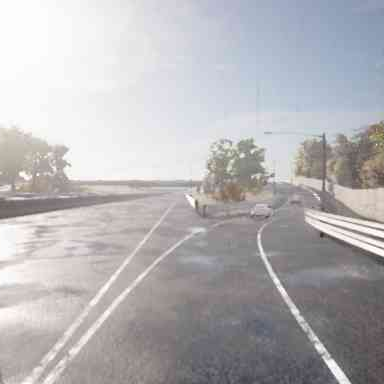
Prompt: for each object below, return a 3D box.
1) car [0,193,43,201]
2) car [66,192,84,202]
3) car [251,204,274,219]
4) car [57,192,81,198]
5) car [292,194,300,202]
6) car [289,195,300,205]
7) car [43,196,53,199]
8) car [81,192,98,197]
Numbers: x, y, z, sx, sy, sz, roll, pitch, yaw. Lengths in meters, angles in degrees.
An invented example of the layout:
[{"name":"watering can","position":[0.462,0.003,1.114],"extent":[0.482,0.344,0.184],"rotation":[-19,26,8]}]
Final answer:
[{"name":"car","position":[-22.234,1.124,43.696],"extent":[2.150,2.045,5.566],"rotation":[0,0,-1]},{"name":"car","position":[-26.468,1.071,75.245],"extent":[2.150,2.045,5.566],"rotation":[0,0,-1]},{"name":"car","position":[7.638,2.068,35.846],"extent":[1.812,1.442,4.674],"rotation":[0,-1,23]},{"name":"car","position":[-22.596,1.130,60.185],"extent":[2.150,2.045,5.566],"rotation":[0,0,-1]},{"name":"car","position":[24.305,1.331,77.771],"extent":[1.812,1.442,4.674],"rotation":[0,4,17]},{"name":"car","position":[21.048,1.918,68.210],"extent":[1.812,1.442,4.674],"rotation":[0,3,19]},{"name":"car","position":[-26.083,1.421,59.736],"extent":[1.812,1.442,4.674],"rotation":[0,0,-1]},{"name":"car","position":[-22.979,1.068,75.744],"extent":[2.150,2.045,5.566],"rotation":[0,0,-1]}]
